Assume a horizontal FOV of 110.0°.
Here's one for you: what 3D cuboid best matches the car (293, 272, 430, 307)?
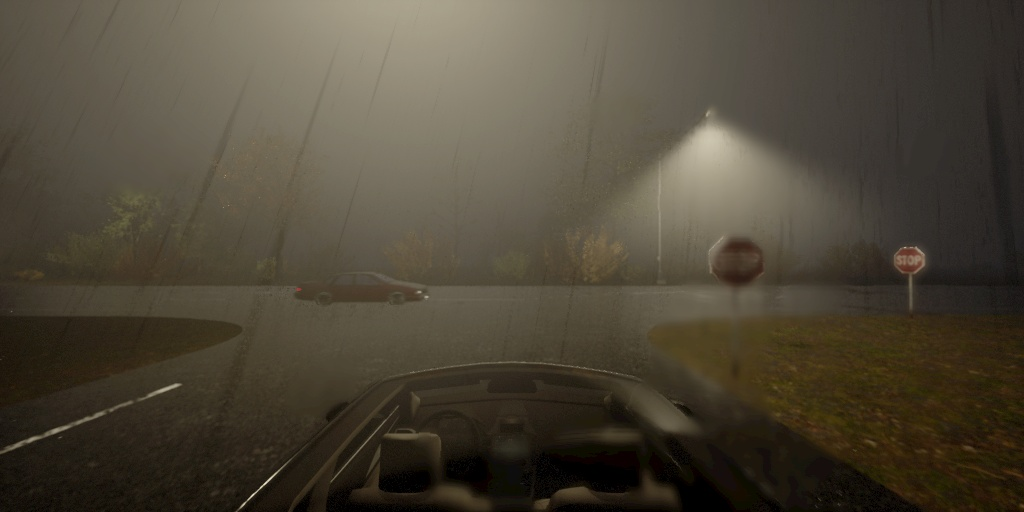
[{"bbox_3d":[-6.386,1.399,15.560,5.357,1.411,2.033,0,0,-1],"label":"car"}]
